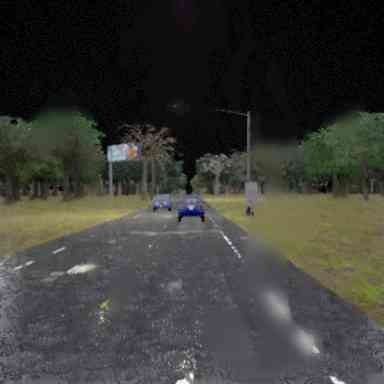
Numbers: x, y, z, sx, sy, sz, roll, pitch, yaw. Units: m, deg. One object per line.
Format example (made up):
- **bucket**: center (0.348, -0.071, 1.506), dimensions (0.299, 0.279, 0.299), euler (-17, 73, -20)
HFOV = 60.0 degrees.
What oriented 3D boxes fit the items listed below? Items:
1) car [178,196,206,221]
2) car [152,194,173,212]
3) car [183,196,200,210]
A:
- **car**: center (-0.040, 1.330, 28.110), dimensions (2.150, 2.045, 5.566), euler (0, 0, 0)
- **car**: center (-3.616, 1.290, 41.618), dimensions (2.150, 2.045, 5.566), euler (0, 0, 0)
- **car**: center (-0.046, 1.409, 45.015), dimensions (2.097, 1.767, 4.553), euler (0, 0, 0)
